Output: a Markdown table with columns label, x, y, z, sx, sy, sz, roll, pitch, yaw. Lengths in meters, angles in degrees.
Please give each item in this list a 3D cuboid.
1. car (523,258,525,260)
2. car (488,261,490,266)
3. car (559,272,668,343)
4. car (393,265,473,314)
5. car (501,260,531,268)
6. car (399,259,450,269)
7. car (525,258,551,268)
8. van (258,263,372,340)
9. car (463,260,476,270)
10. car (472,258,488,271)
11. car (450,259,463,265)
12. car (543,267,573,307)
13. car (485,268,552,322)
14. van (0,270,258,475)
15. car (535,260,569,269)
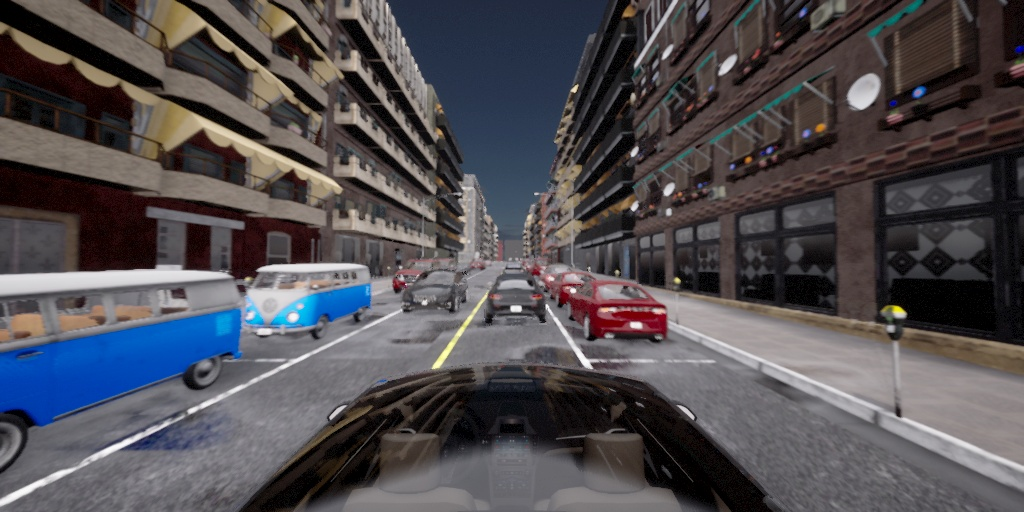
| label | x | y | z | sx | sy | sz | roll | pitch | yaw |
| --- | --- | --- | --- | --- | --- | --- | --- | --- | --- |
| car | 2.615 | 1.309 | 42.886 | 1.967 | 1.591 | 4.097 | 0 | 0 | 0 |
| car | -5.198 | 1.479 | 59.551 | 1.888 | 1.381 | 4.507 | 0 | 0 | 0 |
| car | 2.580 | 1.314 | 9.701 | 1.888 | 1.381 | 4.507 | 0 | 0 | 0 |
| car | -2.820 | 1.277 | 14.021 | 1.837 | 1.490 | 4.892 | 0 | 0 | 0 |
| car | 0.156 | 1.311 | 29.496 | 2.128 | 1.511 | 4.902 | 0 | 0 | 0 |
| car | -5.279 | 1.102 | 20.839 | 2.192 | 1.841 | 5.009 | 0 | 0 | 0 |
| car | 2.592 | 1.144 | 31.824 | 2.192 | 1.841 | 5.009 | 0 | 0 | 0 |
| van | -5.302 | 1.101 | 9.779 | 1.690 | 1.789 | 3.998 | 0 | 0 | 0 |
| car | -5.244 | 1.404 | 37.431 | 1.948 | 1.339 | 4.313 | 0 | 0 | 0 |
| car | -5.209 | 1.221 | 54.020 | 2.192 | 1.841 | 5.009 | 0 | 0 | 0 |
| car | -5.267 | 1.118 | 26.369 | 2.192 | 1.841 | 5.009 | 0 | 0 | 0 |
| car | 2.592 | 1.328 | 15.231 | 1.888 | 1.381 | 4.507 | 0 | 0 | 0 |
| car | 0.118 | 1.298 | 12.202 | 1.812 | 1.442 | 4.674 | 0 | 0 | 0 |
| van | -5.314 | 1.089 | 4.248 | 1.690 | 1.789 | 3.998 | 0 | 0 | 0 |
| car | 2.611 | 1.237 | 20.763 | 1.967 | 1.591 | 4.097 | 0 | 0 | 0 |
